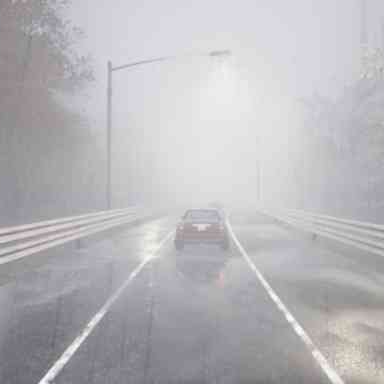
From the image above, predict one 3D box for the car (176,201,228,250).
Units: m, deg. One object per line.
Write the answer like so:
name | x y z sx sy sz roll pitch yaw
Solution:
car | 0.481 1.459 15.134 2.097 1.767 4.553 0 0 3
